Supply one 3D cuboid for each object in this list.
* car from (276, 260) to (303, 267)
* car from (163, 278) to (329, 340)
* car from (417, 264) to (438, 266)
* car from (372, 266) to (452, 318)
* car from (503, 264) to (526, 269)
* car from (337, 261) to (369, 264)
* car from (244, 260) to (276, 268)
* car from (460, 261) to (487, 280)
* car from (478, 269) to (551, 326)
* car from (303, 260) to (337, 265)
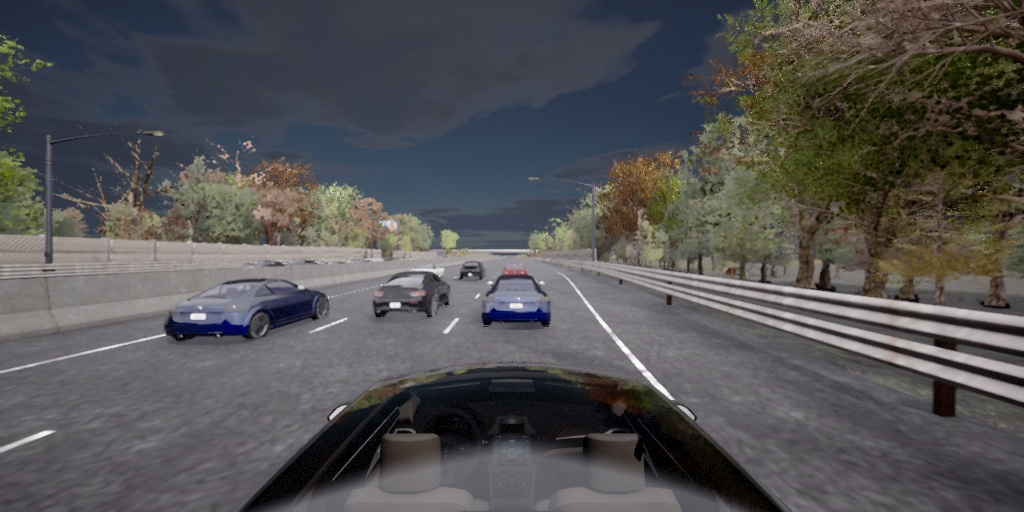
[{"bbox_3d":[-24.415,1.180,41.425,1.837,1.490,4.892,0,0,0],"label":"car"},{"bbox_3d":[-6.885,1.295,9.884,1.994,1.385,4.181,0,0,0],"label":"car"},{"bbox_3d":[-6.790,1.294,29.102,1.895,1.301,4.718,0,0,0],"label":"car"},{"bbox_3d":[-3.365,1.251,12.683,1.812,1.442,4.674,0,0,0],"label":"car"},{"bbox_3d":[0.209,1.294,29.059,1.895,1.301,4.718,0,0,0],"label":"car"},{"bbox_3d":[-17.422,1.223,41.135,2.033,1.411,5.357,0,0,0],"label":"car"},{"bbox_3d":[-27.848,1.167,40.275,2.128,1.511,4.902,0,0,0],"label":"car"},{"bbox_3d":[-3.283,1.196,30.641,1.837,1.490,4.892,0,0,0],"label":"car"},{"bbox_3d":[0.126,1.292,11.547,1.994,1.385,4.181,0,0,0],"label":"car"},{"bbox_3d":[-20.925,1.277,40.302,1.895,1.301,4.718,0,0,0],"label":"car"}]
